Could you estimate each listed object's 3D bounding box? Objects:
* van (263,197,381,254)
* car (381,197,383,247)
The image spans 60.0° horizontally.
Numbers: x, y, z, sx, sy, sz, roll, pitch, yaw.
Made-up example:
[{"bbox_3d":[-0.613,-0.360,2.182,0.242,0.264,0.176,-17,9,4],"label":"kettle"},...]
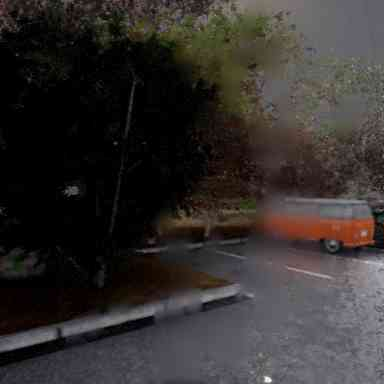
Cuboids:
[{"bbox_3d":[4.924,1.255,13.717,1.878,1.987,4.442,0,0,-36],"label":"van"},{"bbox_3d":[7.330,1.251,15.324,2.435,2.045,5.566,0,0,-35],"label":"car"}]
